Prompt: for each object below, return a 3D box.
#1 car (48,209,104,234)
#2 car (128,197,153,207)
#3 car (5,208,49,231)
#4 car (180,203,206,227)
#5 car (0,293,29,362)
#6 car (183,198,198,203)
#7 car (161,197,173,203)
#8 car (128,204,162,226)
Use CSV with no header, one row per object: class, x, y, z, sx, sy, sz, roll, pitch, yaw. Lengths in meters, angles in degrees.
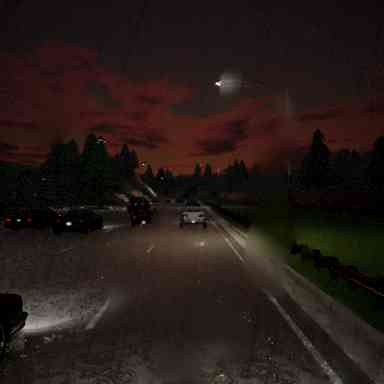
car,-6.897,1.775,20.611,1.994,1.385,4.181,0,-1,0
car,-6.894,1.664,43.289,2.150,2.045,5.566,0,0,0
car,-10.398,1.778,22.496,2.033,1.411,5.357,0,-1,0
car,0.095,1.777,24.604,1.812,1.442,4.674,0,0,0
car,-3.399,1.575,2.568,2.033,1.411,5.357,0,-1,0
car,0.106,1.957,44.171,1.837,1.490,4.892,0,0,0
car,-6.987,2.533,94.938,1.895,1.301,4.718,0,-1,0
car,-3.398,1.863,25.623,1.895,1.301,4.718,0,-1,0
